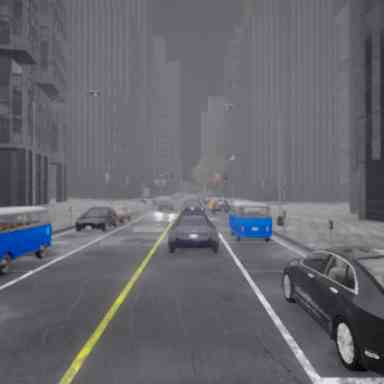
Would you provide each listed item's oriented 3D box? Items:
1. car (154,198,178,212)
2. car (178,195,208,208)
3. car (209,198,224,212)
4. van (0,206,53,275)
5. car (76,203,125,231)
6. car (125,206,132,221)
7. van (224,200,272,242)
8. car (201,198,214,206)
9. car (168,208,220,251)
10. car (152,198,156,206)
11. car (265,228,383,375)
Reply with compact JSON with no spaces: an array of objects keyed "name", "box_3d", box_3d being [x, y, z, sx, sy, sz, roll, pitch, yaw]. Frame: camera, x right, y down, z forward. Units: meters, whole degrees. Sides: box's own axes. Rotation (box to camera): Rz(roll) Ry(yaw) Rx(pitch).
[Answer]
[{"name":"car","box_3d":[-3.150,1.708,41.137,1.895,1.301,4.718,0,0,0]},{"name":"car","box_3d":[0.045,1.426,29.214,2.097,1.767,4.553,0,0,0]},{"name":"car","box_3d":[3.100,1.618,35.833,1.812,1.442,4.674,0,0,0]},{"name":"van","box_3d":[-5.774,1.366,10.169,1.690,1.788,3.998,0,0,0]},{"name":"car","box_3d":[-5.789,1.617,20.746,1.947,1.339,4.313,0,0,0]},{"name":"car","box_3d":[-5.796,1.590,25.866,1.752,1.417,4.829,0,0,0]},{"name":"van","box_3d":[2.742,1.381,16.321,1.690,1.788,3.998,0,0,0]},{"name":"car","box_3d":[2.686,1.707,57.538,2.008,1.369,4.403,0,0,0]},{"name":"car","box_3d":[0.065,1.598,14.195,1.994,1.385,4.181,0,0,0]},{"name":"car","box_3d":[-5.839,1.707,57.530,2.008,1.369,4.403,0,0,0]},{"name":"car","box_3d":[2.756,1.564,5.495,2.008,1.369,4.403,0,0,0]}]
